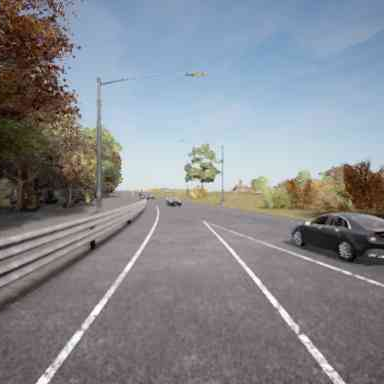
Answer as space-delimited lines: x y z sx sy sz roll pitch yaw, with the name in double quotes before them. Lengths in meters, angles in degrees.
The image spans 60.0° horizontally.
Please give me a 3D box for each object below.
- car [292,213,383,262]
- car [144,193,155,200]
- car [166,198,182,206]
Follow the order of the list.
"car" 5.488 1.519 12.203 1.837 1.490 4.892 1 0 -12
"car" -10.951 1.281 88.810 2.033 1.411 5.357 0 0 -12
"car" -2.907 1.515 51.278 1.895 1.301 4.718 0 0 -12
